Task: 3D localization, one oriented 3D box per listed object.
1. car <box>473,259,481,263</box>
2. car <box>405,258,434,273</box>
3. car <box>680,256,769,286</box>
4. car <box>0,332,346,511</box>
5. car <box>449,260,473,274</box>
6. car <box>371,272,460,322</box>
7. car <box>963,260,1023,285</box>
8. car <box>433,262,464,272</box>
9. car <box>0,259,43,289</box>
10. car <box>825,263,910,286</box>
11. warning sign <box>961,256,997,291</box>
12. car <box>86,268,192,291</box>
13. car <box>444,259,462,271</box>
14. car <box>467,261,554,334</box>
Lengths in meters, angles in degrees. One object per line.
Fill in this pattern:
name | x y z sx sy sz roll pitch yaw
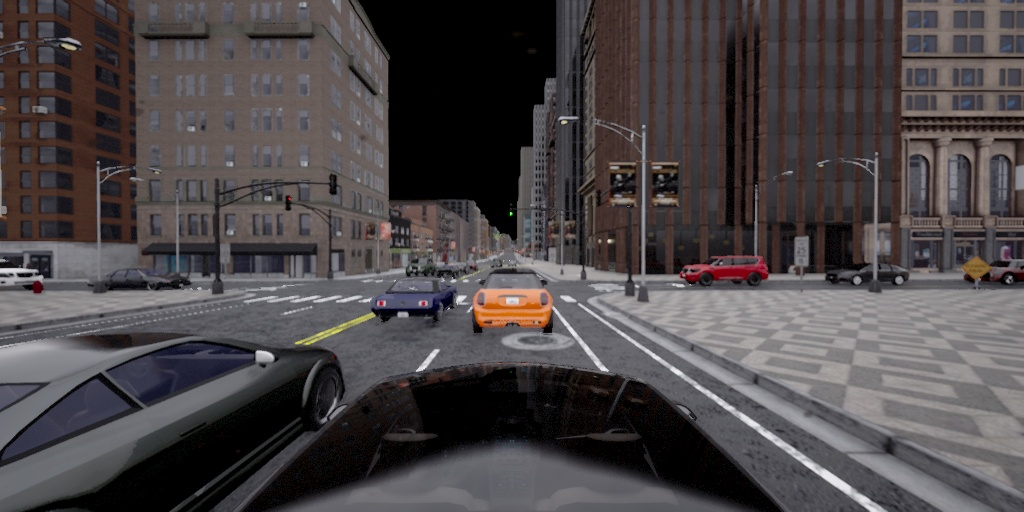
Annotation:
car | -6.543 1.444 56.349 2.097 1.767 4.553 0 0 0
car | -9.821 1.203 38.918 2.150 2.045 5.566 0 0 0
car | 14.861 1.010 25.221 5.566 2.045 2.150 0 1 0
car | -3.156 1.321 2.961 1.994 1.385 4.181 0 0 1
car | -6.560 1.535 46.514 1.837 1.490 4.892 0 0 0
car | -3.139 1.413 12.571 1.895 1.301 4.718 0 0 0
car | 35.035 1.061 25.270 4.553 1.767 2.097 0 1 0
car | -6.557 1.571 37.243 1.895 1.301 4.718 0 0 -1
car | -34.280 1.230 23.315 5.566 2.045 2.150 0 1 0
car | 24.917 1.254 25.248 4.892 1.490 1.837 0 1 0
warning sign | 25.194 0.928 19.442 1.060 1.860 1.300 0 0 0
car | -24.088 1.521 23.248 5.357 1.411 2.033 0 1 0
car | -9.777 1.464 59.617 2.097 1.767 4.553 0 0 1
car | 0.039 1.154 11.029 2.097 1.767 4.553 0 0 1
